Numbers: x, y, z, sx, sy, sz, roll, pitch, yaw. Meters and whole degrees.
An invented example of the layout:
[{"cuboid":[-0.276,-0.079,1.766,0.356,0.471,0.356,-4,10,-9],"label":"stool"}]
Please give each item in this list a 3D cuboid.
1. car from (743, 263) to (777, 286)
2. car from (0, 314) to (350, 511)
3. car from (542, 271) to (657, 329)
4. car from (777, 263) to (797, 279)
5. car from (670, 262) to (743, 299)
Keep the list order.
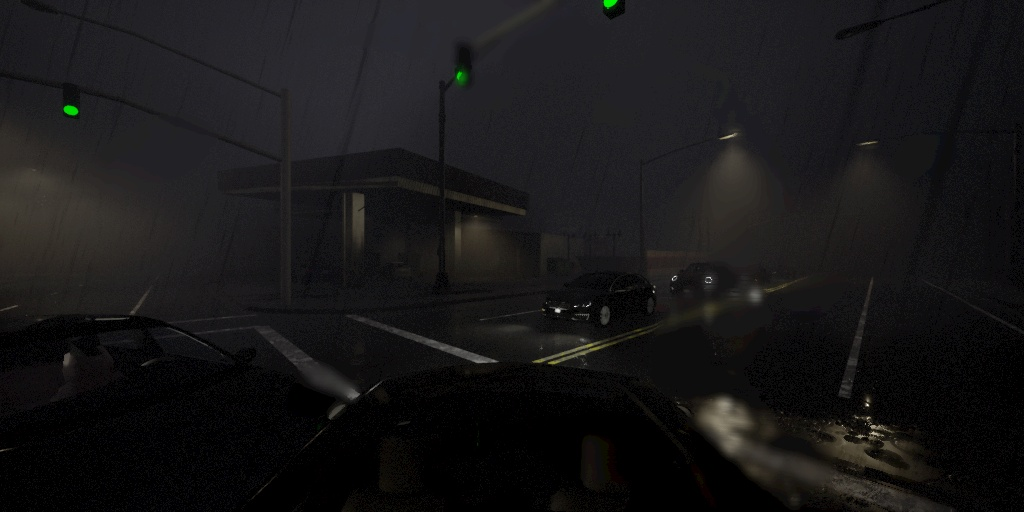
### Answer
[{"cuboid":[16.863,1.314,25.211,1.994,1.385,4.181,0,0,45],"label":"car"},{"cuboid":[-3.399,1.242,2.610,4.902,1.511,2.128,0,0,15],"label":"car"},{"cuboid":[2.980,1.255,11.573,4.892,1.490,1.837,0,0,-45],"label":"car"},{"cuboid":[24.057,1.314,32.203,4.181,1.385,1.994,0,0,-44],"label":"car"},{"cuboid":[9.877,1.102,18.360,4.553,1.767,2.097,0,0,-44],"label":"car"}]
